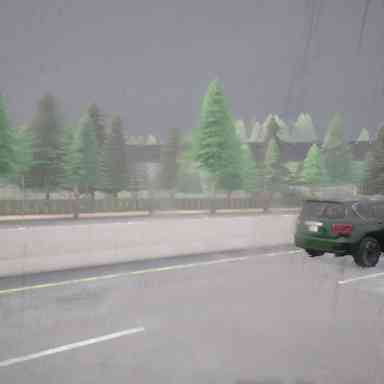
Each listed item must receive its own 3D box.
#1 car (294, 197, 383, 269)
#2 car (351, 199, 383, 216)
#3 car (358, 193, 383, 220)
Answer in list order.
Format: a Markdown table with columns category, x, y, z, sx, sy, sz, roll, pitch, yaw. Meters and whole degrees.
| category | x | y | z | sx | sy | sz | roll | pitch | yaw |
| --- | --- | --- | --- | --- | --- | --- | --- | --- | --- |
| car | 5.998 | 1.196 | 11.265 | 5.566 | 2.045 | 2.150 | 0 | 0 | -29 |
| car | 17.758 | 1.438 | 31.501 | 4.892 | 1.490 | 1.837 | 0 | 0 | -17 |
| car | 16.768 | 1.169 | 27.518 | 5.566 | 2.045 | 2.150 | 1 | 0 | -19 |
